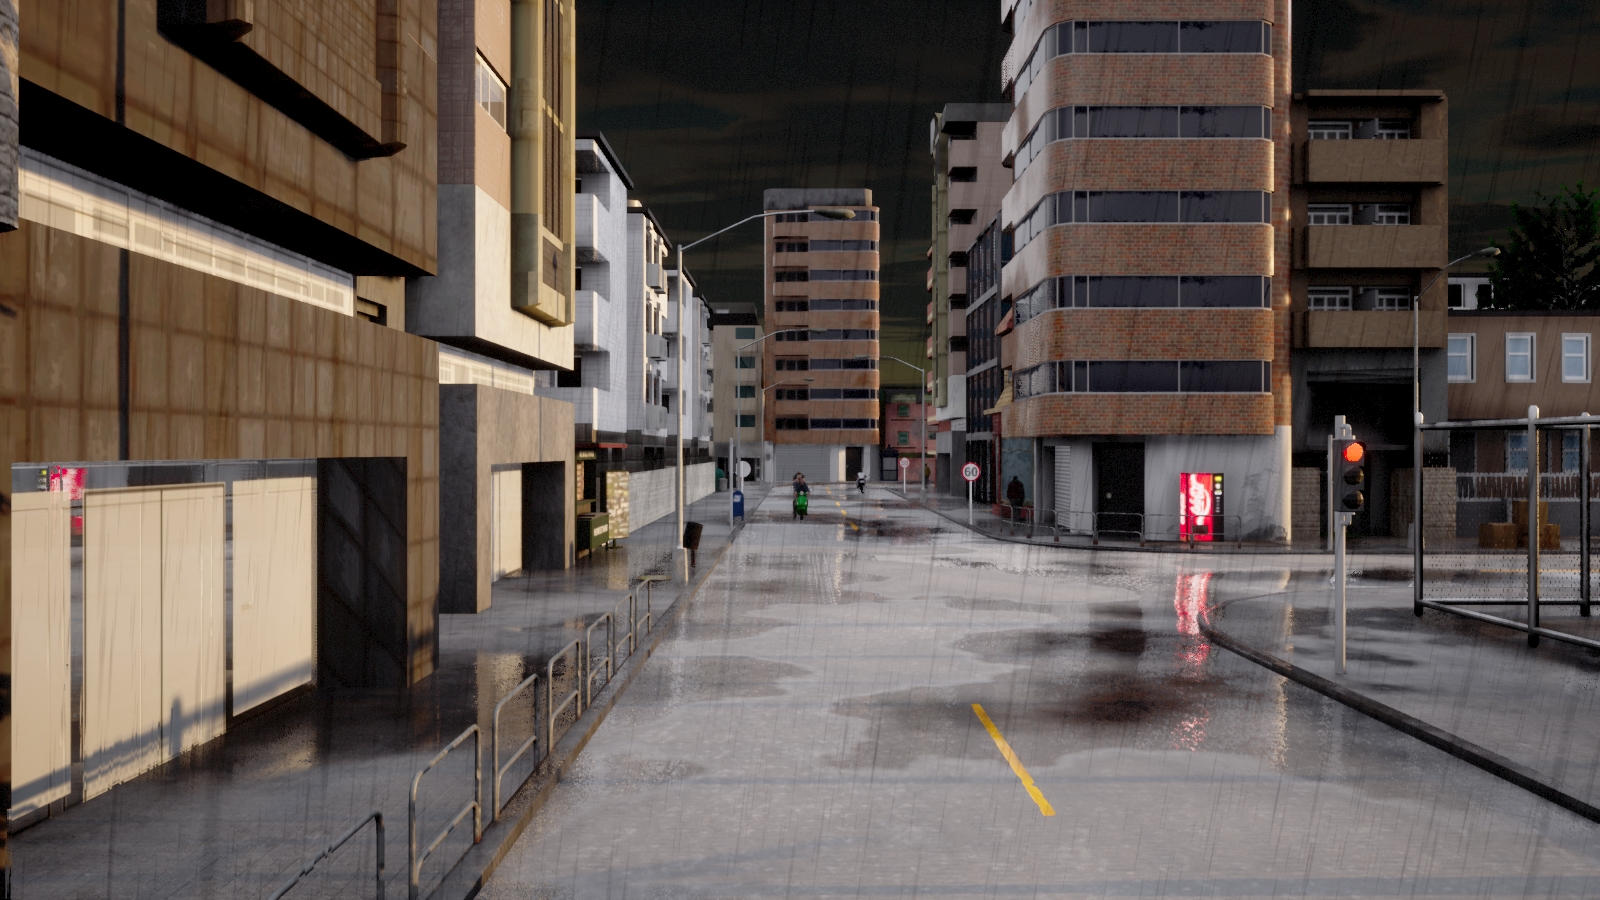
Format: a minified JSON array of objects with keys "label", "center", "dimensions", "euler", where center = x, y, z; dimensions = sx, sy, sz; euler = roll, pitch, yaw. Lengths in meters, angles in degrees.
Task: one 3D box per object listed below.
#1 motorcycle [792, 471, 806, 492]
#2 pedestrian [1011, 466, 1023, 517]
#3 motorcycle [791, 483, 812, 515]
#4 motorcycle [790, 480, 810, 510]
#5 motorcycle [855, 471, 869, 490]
[{"label":"motorcycle","center":[-0.072,1.997,72.087],"dimensions":[0.867,1.251,2.209],"euler":[0,0,-1]},{"label":"pedestrian","center":[7.925,1.523,41.772],"dimensions":[0.375,1.860,0.375],"euler":[0,0,4]},{"label":"motorcycle","center":[0.063,1.970,46.521],"dimensions":[0.856,1.236,1.805],"euler":[0,0,0]},{"label":"motorcycle","center":[0.019,1.970,50.389],"dimensions":[0.856,1.236,1.805],"euler":[0,0,0]},{"label":"motorcycle","center":[4.044,2.005,75.138],"dimensions":[0.803,1.145,2.033],"euler":[0,0,0]}]
